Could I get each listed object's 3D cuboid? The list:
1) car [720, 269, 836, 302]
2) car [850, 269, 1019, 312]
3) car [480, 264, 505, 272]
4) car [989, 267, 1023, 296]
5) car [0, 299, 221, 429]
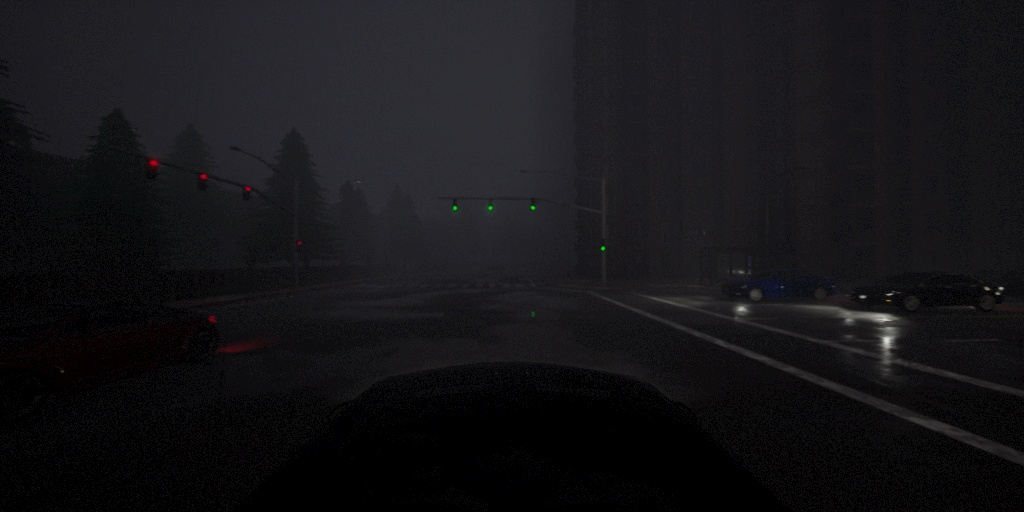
[{"bbox_3d":[13.009,1.393,17.696,5.008,1.535,1.882,0,-1,-1],"label":"car"},{"bbox_3d":[16.306,1.364,14.239,4.892,1.490,1.837,0,-1,-1],"label":"car"},{"bbox_3d":[-3.351,2.042,61.572,1.895,1.301,4.718,-1,-1,38],"label":"car"},{"bbox_3d":[24.270,1.336,17.838,5.008,1.535,1.882,0,-1,-1],"label":"car"},{"bbox_3d":[-6.970,1.408,5.582,1.994,1.385,4.181,0,-1,1],"label":"car"}]
